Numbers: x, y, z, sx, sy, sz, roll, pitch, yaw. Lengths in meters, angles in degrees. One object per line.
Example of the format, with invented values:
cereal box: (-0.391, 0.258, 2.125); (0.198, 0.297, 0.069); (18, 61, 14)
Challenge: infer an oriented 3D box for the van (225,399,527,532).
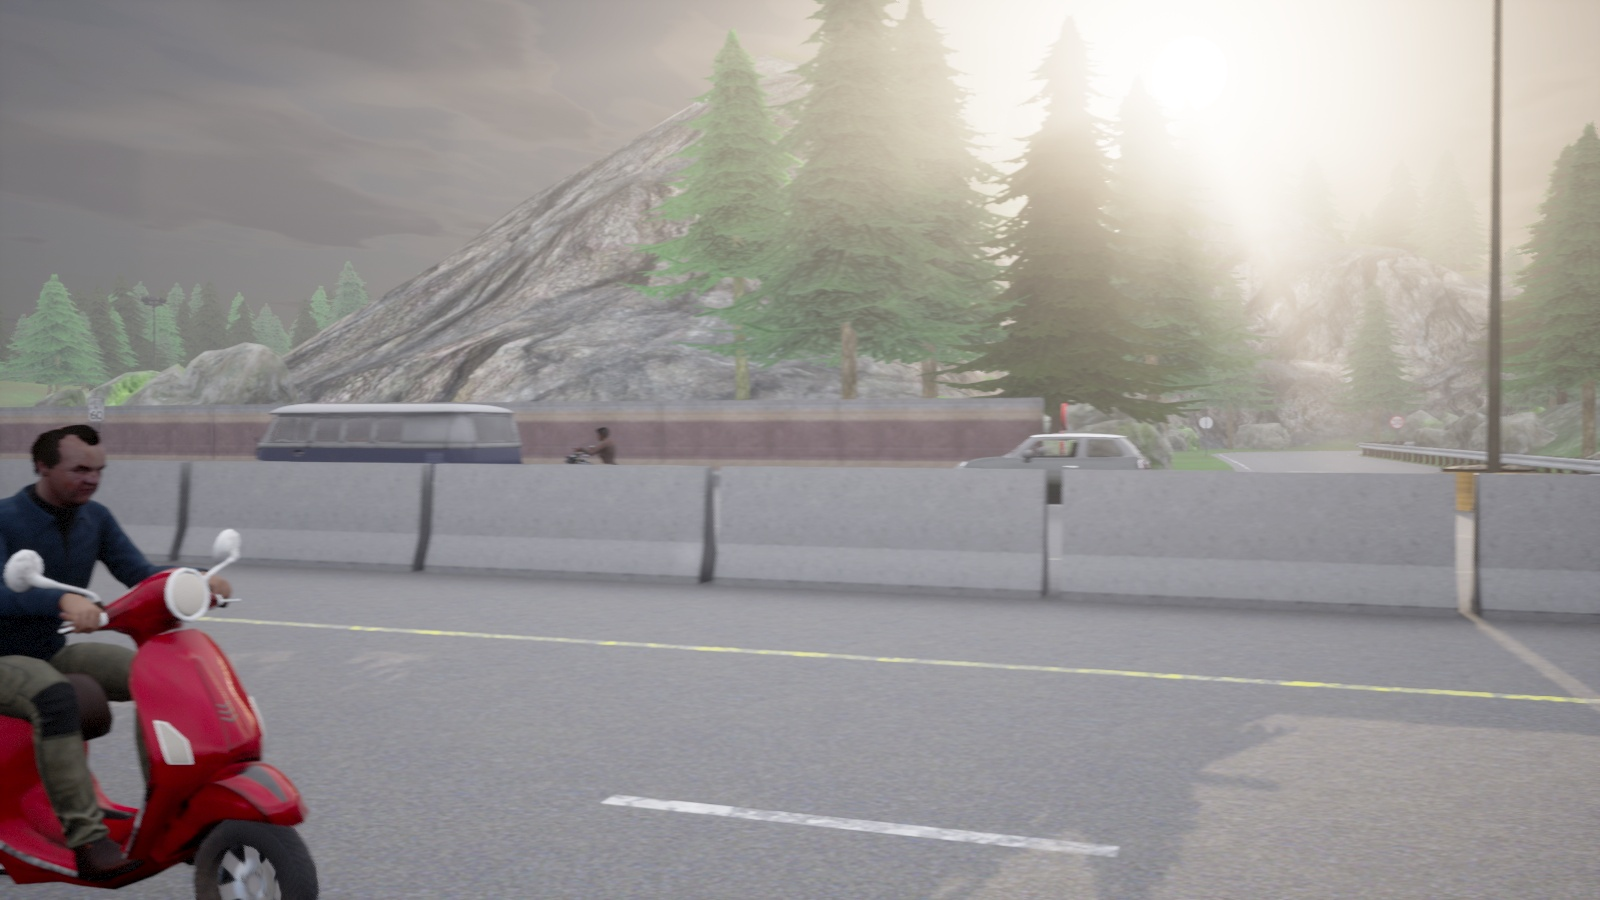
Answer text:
van: (-6.823, 0.190, 20.255); (4.442, 1.987, 1.775); (1, 1, 19)

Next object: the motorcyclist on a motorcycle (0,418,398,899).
motorcyclist on a motorcycle: (-2.312, 0.696, 3.970); (1.817, 1.590, 0.866); (1, 1, 19)

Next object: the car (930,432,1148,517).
car: (4.562, 0.416, 23.812); (3.806, 1.475, 1.970); (1, 1, 19)

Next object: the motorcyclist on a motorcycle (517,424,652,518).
motorcyclist on a motorcycle: (-3.945, 0.360, 22.982); (2.350, 1.649, 0.766); (1, 1, 19)
